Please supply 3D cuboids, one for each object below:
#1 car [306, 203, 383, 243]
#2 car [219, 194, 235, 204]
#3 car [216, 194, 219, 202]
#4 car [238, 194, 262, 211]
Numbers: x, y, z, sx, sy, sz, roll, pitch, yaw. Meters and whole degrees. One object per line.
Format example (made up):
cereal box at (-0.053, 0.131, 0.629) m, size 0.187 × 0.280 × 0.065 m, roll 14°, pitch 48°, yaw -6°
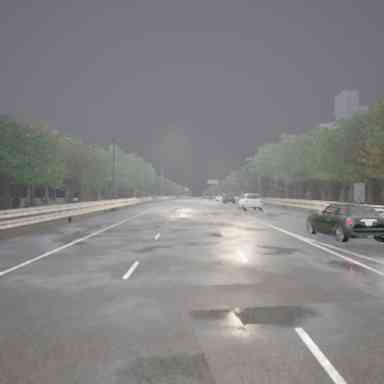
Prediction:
car at (7.377, 1.361, 16.275) m, size 2.097 × 1.767 × 4.553 m, roll 0°, pitch 0°, yaw -4°
car at (7.094, 1.325, 64.998) m, size 2.150 × 2.045 × 5.566 m, roll 0°, pitch 0°, yaw 0°
car at (7.186, 1.490, 82.124) m, size 2.150 × 2.045 × 5.566 m, roll 0°, pitch -1°, yaw 0°
car at (7.020, 1.233, 40.347) m, size 2.150 × 2.045 × 5.566 m, roll 0°, pitch 0°, yaw 0°
